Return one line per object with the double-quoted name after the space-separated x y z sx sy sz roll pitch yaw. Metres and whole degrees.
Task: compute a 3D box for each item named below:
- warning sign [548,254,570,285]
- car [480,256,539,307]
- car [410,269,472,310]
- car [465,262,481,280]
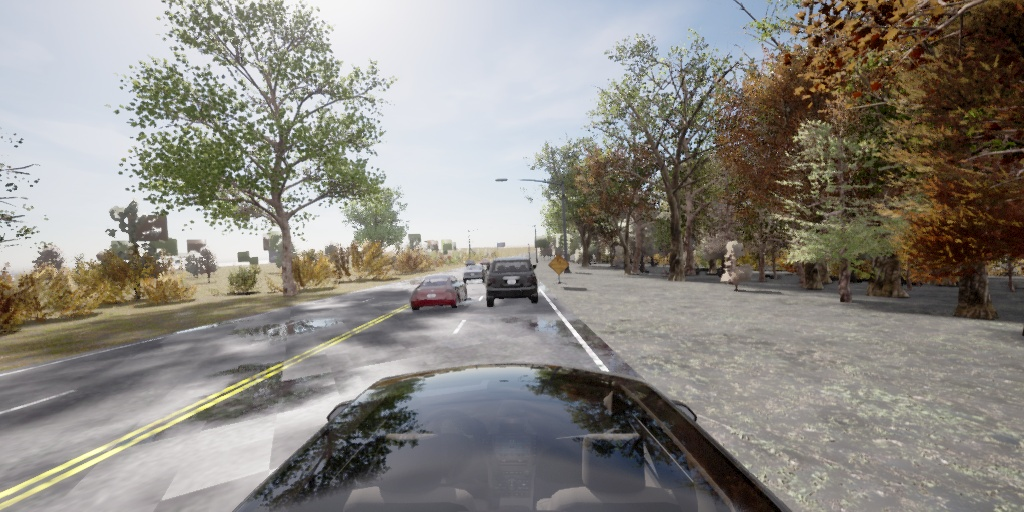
2.890 0.802 21.832 1.300 1.860 1.060 0 0 0 "warning sign"
-0.006 1.020 16.481 2.150 2.045 5.566 -2 1 0 "car"
-3.246 1.570 16.478 1.994 1.385 4.181 -3 0 0 "car"
-3.175 1.536 31.475 2.033 1.411 5.357 -3 0 0 "car"
